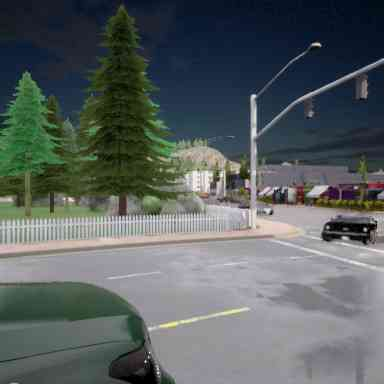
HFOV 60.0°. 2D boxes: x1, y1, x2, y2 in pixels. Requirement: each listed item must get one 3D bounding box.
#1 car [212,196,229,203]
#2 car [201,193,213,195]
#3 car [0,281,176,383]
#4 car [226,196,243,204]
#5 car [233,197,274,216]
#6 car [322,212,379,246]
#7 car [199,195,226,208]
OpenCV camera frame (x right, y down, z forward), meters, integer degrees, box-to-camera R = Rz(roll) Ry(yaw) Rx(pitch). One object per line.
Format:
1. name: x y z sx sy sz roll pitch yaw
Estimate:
1. car: 6.045 1.559 71.150 1.837 1.490 4.892 0 0 -16
2. car: 2.899 1.277 69.600 2.150 2.045 5.566 0 0 -17
3. car: -2.767 1.221 1.662 5.566 2.045 2.150 0 0 -36
4. car: 8.667 1.547 62.286 2.128 1.511 4.902 0 0 -16
5. car: 6.215 1.548 32.545 2.128 1.511 4.902 0 0 -16
6. car: 7.625 1.634 15.764 1.895 1.301 4.718 1 0 33
7. car: 2.488 1.561 45.310 1.837 1.490 4.892 0 0 -16
